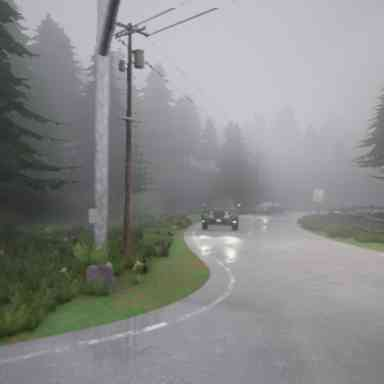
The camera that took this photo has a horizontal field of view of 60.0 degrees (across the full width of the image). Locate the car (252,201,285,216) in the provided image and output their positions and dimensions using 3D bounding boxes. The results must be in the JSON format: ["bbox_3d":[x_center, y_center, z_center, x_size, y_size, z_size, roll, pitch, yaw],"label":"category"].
[{"bbox_3d":[8.179,1.731,35.226,1.812,1.442,4.674,0,0,43],"label":"car"}]

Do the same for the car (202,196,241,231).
[{"bbox_3d":[2.037,1.320,22.092,2.150,2.045,5.566,1,0,10],"label":"car"}]

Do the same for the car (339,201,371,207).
[{"bbox_3d":[22.746,2.012,46.302,5.357,1.411,2.033,1,0,-29],"label":"car"}]
